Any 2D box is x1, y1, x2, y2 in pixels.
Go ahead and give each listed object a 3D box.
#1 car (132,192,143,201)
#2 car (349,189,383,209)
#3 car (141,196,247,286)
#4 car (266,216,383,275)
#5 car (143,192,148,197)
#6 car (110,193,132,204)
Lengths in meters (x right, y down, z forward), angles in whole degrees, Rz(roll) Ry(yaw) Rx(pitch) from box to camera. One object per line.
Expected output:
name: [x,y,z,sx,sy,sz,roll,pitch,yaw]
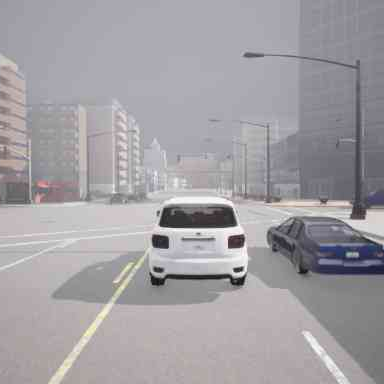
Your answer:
car: [-10.216,0.867,57.076,1.994,1.385,4.181,0,0,0]
car: [19.164,0.670,34.005,5.566,2.045,2.150,0,1,1]
car: [0.147,1.128,9.260,2.150,2.045,5.566,0,1,0]
car: [3.665,1.436,10.073,2.033,1.411,5.357,0,1,0]
car: [-10.106,0.736,67.163,1.882,1.535,5.008,0,0,1]
car: [-10.283,0.877,47.076,1.837,1.490,4.892,0,1,1]
